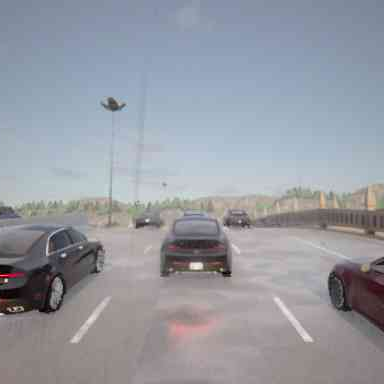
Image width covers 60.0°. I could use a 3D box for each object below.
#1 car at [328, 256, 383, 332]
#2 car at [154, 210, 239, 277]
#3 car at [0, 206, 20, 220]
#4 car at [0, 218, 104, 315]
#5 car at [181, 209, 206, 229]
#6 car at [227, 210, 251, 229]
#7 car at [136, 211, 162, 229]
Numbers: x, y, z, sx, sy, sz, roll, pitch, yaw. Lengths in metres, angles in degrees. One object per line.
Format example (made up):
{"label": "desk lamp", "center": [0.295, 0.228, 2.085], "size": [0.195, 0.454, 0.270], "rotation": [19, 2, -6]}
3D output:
{"label": "car", "center": [3.602, 1.508, 4.671], "size": [1.812, 1.442, 4.674], "rotation": [0, 0, 0]}
{"label": "car", "center": [0.106, 1.481, 10.139], "size": [1.837, 1.490, 4.892], "rotation": [0, 0, 0]}
{"label": "car", "center": [-10.576, 1.462, 16.731], "size": [2.097, 1.767, 4.553], "rotation": [0, -2, 0]}
{"label": "car", "center": [-3.396, 1.472, 7.506], "size": [1.837, 1.490, 4.892], "rotation": [0, 0, 0]}
{"label": "car", "center": [0.120, 2.280, 28.261], "size": [1.882, 1.535, 5.008], "rotation": [0, -5, 0]}
{"label": "car", "center": [3.620, 2.240, 27.573], "size": [2.128, 1.511, 4.902], "rotation": [0, -5, 0]}
{"label": "car", "center": [-3.380, 2.284, 27.304], "size": [1.994, 1.385, 4.181], "rotation": [0, -5, 0]}
